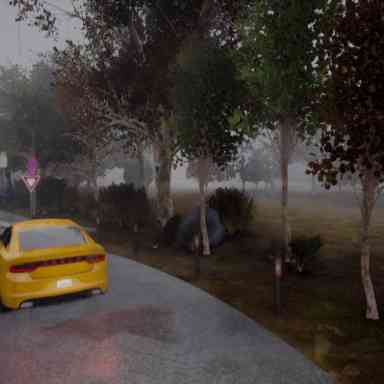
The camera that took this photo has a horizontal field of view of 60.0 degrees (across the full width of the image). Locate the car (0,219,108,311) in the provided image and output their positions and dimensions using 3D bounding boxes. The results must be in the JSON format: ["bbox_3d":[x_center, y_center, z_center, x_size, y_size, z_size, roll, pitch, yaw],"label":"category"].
[{"bbox_3d":[-3.514,1.377,7.855,1.882,1.535,5.008,-2,2,-32],"label":"car"}]
